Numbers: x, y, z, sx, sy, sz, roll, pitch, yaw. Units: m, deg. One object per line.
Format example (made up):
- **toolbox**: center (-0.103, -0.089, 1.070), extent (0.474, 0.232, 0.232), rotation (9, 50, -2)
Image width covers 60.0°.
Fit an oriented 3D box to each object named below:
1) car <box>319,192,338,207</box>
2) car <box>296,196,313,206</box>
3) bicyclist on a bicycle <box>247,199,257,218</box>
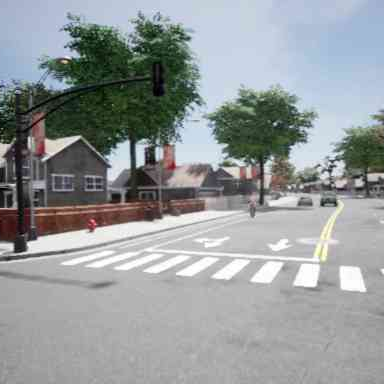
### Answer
- **car**: center (19.700, 0.985, 47.821), extent (2.150, 2.045, 5.566), rotation (-1, 0, 26)
- **car**: center (16.772, 1.343, 49.216), extent (1.812, 1.442, 4.674), rotation (-1, 0, 26)
- **bicyclist on a bicycle**: center (5.210, 1.417, 28.713), extent (0.866, 1.612, 1.509), rotation (-1, 0, 23)
